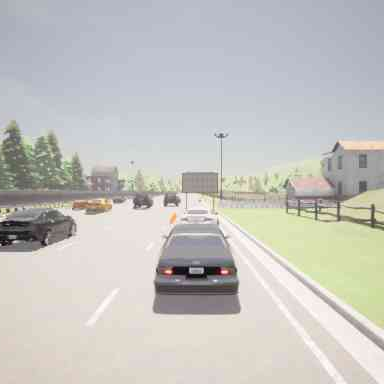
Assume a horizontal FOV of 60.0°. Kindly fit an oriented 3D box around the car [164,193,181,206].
[{"bbox_3d":[-3.312,1.219,53.385,2.150,2.045,5.566,0,0,0],"label":"car"}]

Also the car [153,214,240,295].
[{"bbox_3d":[0.112,1.547,8.846,2.033,1.411,5.357,0,0,1],"label":"car"}]

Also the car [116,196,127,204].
[{"bbox_3d":[-13.797,1.523,63.087,1.812,1.442,4.674,0,0,0],"label":"car"}]

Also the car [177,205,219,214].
[{"bbox_3d":[0.456,1.540,18.468,1.812,1.442,4.674,-1,-1,7],"label":"car"}]

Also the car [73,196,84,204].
[{"bbox_3d":[-13.830,1.351,43.264,2.097,1.767,4.553,0,0,0],"label":"car"}]

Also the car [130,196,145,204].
[{"bbox_3d":[-10.297,1.487,63.412,2.128,1.511,4.902,0,0,0],"label":"car"}]

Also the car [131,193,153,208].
[{"bbox_3d":[-6.823,1.221,47.108,2.150,2.045,5.566,0,0,0],"label":"car"}]

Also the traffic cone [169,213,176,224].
[{"bbox_3d":[-1.449,1.954,23.203,0.340,0.580,0.340,0,0,0],"label":"traffic cone"}]

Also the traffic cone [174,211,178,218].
[{"bbox_3d":[-1.446,1.954,25.203,0.340,0.580,0.340,0,0,0],"label":"traffic cone"}]

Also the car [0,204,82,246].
[{"bbox_3d":[-6.875,1.502,15.208,1.837,1.490,4.892,0,0,0],"label":"car"}]

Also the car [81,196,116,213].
[{"bbox_3d":[-10.340,1.476,37.240,1.882,1.535,5.008,0,0,0],"label":"car"}]

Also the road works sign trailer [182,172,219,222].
[{"bbox_3d":[0.525,0.463,22.081,2.380,3.560,2.880,0,0,-3],"label":"road works sign trailer"}]

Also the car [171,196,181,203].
[{"bbox_3d":[-3.287,1.561,68.600,1.994,1.385,4.181,0,0,0],"label":"car"}]
